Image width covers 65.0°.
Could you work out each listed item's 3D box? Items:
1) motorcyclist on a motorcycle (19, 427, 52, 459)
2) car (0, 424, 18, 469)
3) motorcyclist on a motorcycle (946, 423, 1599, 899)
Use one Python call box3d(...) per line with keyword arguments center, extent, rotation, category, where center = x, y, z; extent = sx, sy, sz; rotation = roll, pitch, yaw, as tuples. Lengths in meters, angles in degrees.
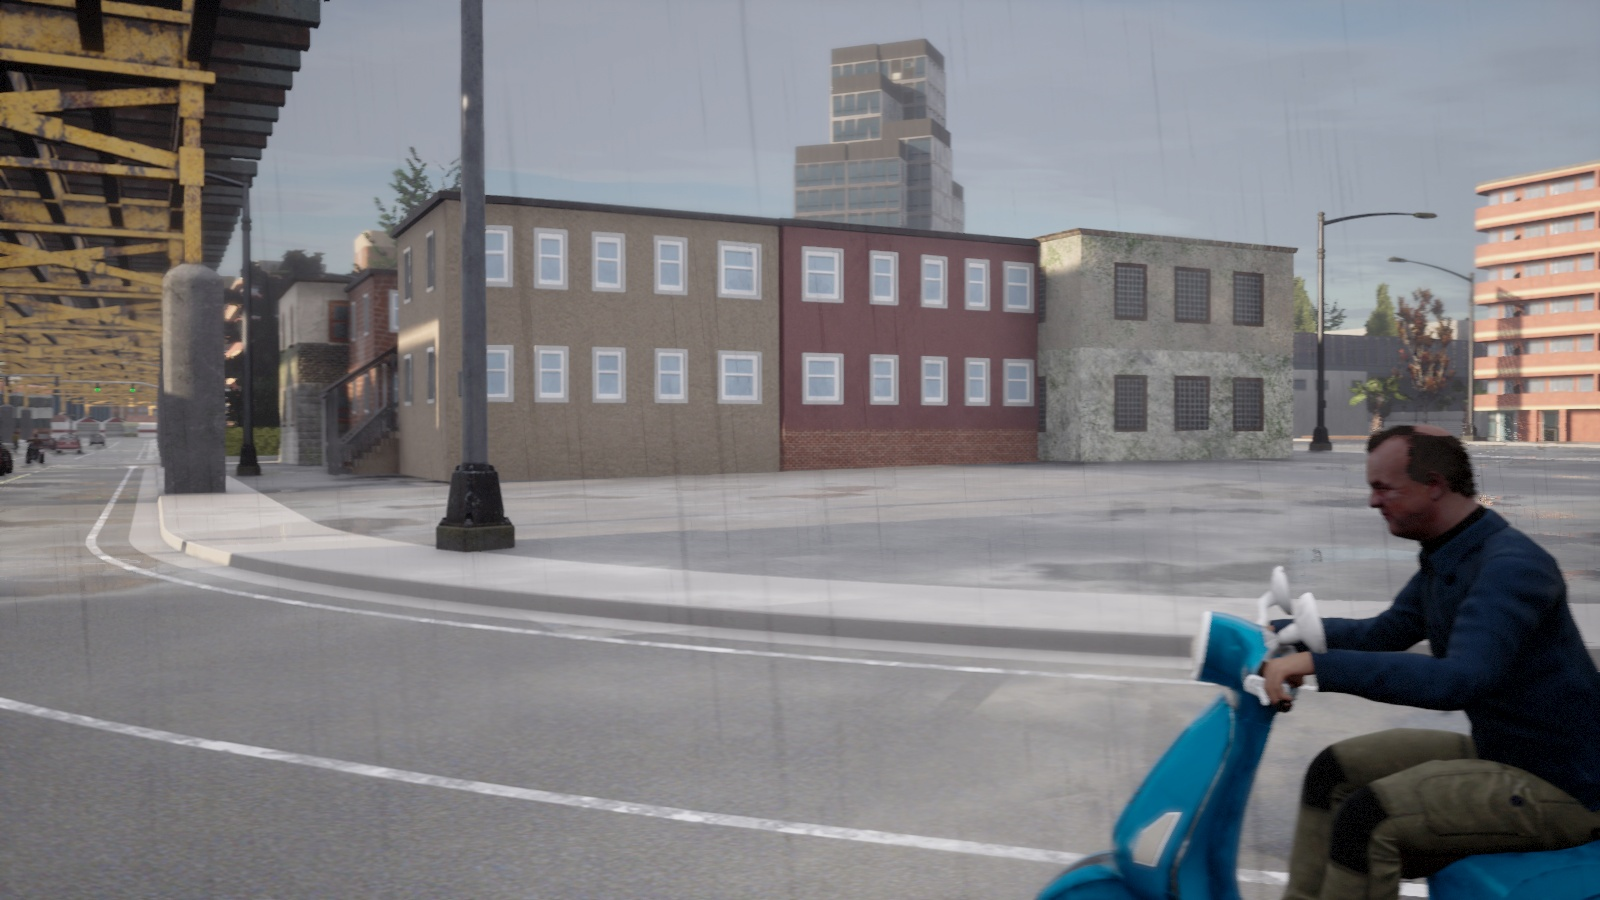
box3d(center=(-40.896, -0.365, 67.189), extent=(2.350, 1.649, 0.766), rotation=(1, -1, 40), category="motorcyclist on a motorcycle")
box3d(center=(-31.941, -0.168, 48.831), extent=(2.242, 1.667, 4.611), rotation=(0, 1, -27), category="car")
box3d(center=(1.294, 0.746, 2.822), extent=(1.817, 1.590, 0.866), rotation=(0, 0, 14), category="motorcyclist on a motorcycle")
